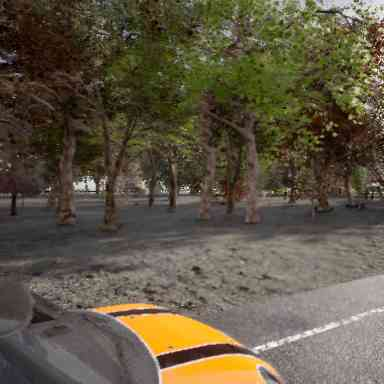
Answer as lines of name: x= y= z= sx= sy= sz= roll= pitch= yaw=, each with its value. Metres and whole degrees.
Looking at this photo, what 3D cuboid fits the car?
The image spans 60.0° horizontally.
car: x=-1.408 y=1.352 z=1.922 sx=4.553 sy=1.767 sz=2.097 roll=0 pitch=0 yaw=-33
